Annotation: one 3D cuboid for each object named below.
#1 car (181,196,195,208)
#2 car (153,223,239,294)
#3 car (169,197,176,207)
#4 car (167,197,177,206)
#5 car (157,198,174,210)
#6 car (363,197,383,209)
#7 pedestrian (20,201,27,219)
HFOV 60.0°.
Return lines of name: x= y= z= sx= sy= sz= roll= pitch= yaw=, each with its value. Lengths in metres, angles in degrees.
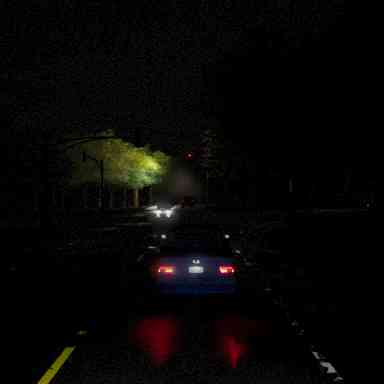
car: x=-0.693 y=1.780 z=58.954 sx=2.150 sy=2.045 sz=5.566 roll=0 pitch=-1 yaw=-1
car: x=0.089 y=1.550 z=8.940 sx=2.033 sy=1.411 sz=5.357 roll=0 pitch=0 yaw=0
car: x=-4.355 y=1.910 z=58.875 sx=2.097 sy=1.767 sz=4.553 roll=0 pitch=-1 yaw=-1
car: x=-4.741 y=2.225 z=79.284 sx=2.150 sy=2.045 sz=5.566 roll=0 pitch=-1 yaw=-1
car: x=-4.169 y=2.000 z=49.771 sx=1.895 sy=1.301 sz=4.718 roll=0 pitch=-1 yaw=-1
car: x=18.260 y=0.829 z=30.329 sx=4.718 sy=1.301 sz=1.895 roll=-2 pitch=-1 yaw=2
pedestrian: x=-18.091 y=1.917 z=35.611 sx=0.375 sy=1.860 sz=0.375 roll=0 pitch=1 yaw=2
